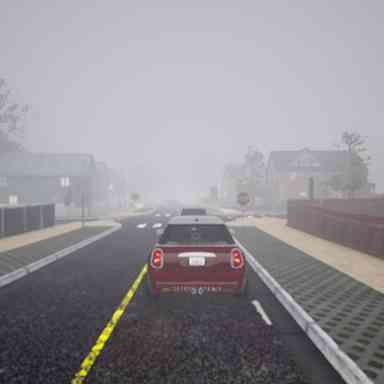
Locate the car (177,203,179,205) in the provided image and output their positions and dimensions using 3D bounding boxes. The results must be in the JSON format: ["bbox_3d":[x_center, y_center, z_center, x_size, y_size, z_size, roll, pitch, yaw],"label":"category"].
[{"bbox_3d":[0.090,1.592,19.032,1.837,1.490,4.892,0,0,0],"label":"car"}]

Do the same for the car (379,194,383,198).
[{"bbox_3d":[18.760,0.883,30.494,5.566,2.045,2.150,-2,-1,0],"label":"car"}]

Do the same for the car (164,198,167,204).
[{"bbox_3d":[-5.853,2.196,83.050,1.812,1.442,4.674,0,-1,-13],"label":"car"}]

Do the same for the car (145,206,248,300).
[{"bbox_3d":[0.098,1.388,8.630,2.097,1.767,4.553,0,0,0],"label":"car"}]

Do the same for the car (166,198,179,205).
[{"bbox_3d":[-3.968,2.154,73.558,1.994,1.385,4.181,0,-1,-10],"label":"car"}]
